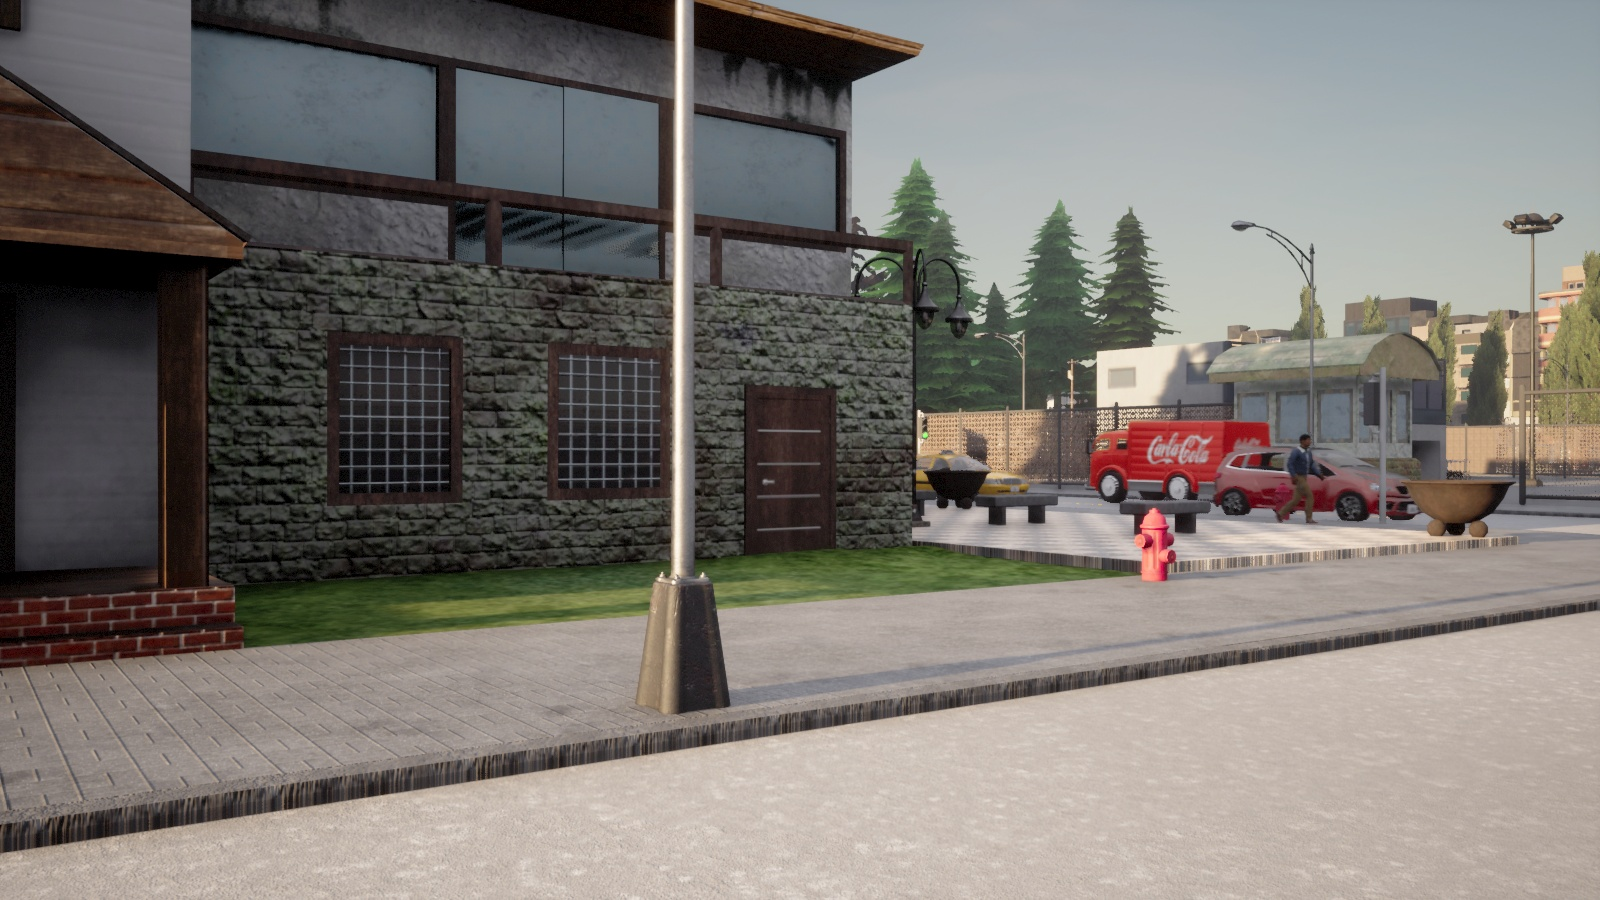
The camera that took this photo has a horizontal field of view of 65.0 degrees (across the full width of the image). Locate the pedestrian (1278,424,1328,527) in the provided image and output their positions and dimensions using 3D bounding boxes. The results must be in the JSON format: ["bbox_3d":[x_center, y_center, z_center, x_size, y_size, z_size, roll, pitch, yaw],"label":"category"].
[{"bbox_3d":[9.767,0.488,24.377,0.423,1.949,0.788,0,0,-41],"label":"pedestrian"}]

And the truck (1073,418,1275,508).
[{"bbox_3d":[10.921,0.334,37.057,2.627,2.467,5.204,0,0,-34],"label":"truck"}]

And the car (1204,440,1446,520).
[{"bbox_3d":[11.872,0.634,28.693,2.242,1.667,4.611,0,0,-35],"label":"car"}]

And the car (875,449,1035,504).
[{"bbox_3d":[4.696,0.769,39.011,1.801,1.575,5.366,0,0,-35],"label":"car"}]
